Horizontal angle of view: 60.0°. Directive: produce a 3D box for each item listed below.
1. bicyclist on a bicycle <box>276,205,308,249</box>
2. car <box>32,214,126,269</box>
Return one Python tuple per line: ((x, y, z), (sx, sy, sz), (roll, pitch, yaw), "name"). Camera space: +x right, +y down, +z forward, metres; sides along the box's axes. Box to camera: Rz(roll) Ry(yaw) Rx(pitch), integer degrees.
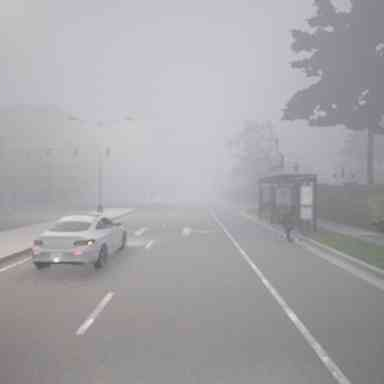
((3.845, 1.333, 12.900), (0.582, 1.620, 1.656), (0, 1, -31), "bicyclist on a bicycle")
((-3.367, 1.421, 10.608), (1.812, 1.442, 4.674), (0, 0, 0), "car")
